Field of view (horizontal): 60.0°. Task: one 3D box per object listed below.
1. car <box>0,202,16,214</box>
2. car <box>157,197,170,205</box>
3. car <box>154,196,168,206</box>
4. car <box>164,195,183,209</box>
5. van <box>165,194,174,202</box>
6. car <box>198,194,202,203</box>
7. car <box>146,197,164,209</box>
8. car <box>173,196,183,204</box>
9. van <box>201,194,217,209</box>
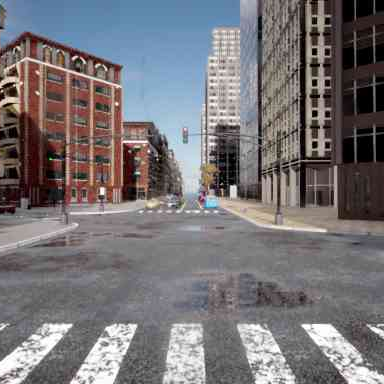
[{"bbox_3d":[-21.145,1.790,36.464,4.718,1.301,1.895,-1,-1,41],"label":"car"},{"bbox_3d":[-5.312,1.650,62.449,1.947,1.339,4.313,0,0,0],"label":"car"},{"bbox_3d":[-5.311,1.510,56.897,1.967,1.590,4.097,0,0,0],"label":"car"},{"bbox_3d":[-2.812,1.537,45.981,2.128,1.511,4.902,0,0,2],"label":"car"},{"bbox_3d":[-5.311,1.474,79.105,1.690,1.788,3.998,0,0,0],"label":"van"},{"bbox_3d":[2.569,1.645,68.001,1.887,1.381,4.507,0,0,0],"label":"car"},{"bbox_3d":[-5.311,1.570,45.621,1.752,1.417,4.829,0,0,0],"label":"car"},{"bbox_3d":[-2.774,1.621,66.435,1.812,1.442,4.674,0,0,1],"label":"car"},{"bbox_3d":[2.570,1.386,45.791,1.690,1.788,3.998,0,0,0],"label":"van"}]
